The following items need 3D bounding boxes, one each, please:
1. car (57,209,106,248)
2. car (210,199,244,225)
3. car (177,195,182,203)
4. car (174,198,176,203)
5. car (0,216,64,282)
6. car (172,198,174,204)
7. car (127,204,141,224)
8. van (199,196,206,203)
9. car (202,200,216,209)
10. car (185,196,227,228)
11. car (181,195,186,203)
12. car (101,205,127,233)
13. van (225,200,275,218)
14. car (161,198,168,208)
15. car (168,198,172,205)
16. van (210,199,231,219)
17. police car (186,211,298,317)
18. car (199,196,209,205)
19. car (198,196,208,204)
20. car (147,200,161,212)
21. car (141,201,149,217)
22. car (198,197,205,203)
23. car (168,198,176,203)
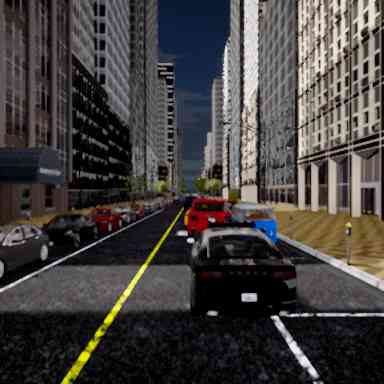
[{"bbox_3d":[-5.679,1.694,15.409,1.947,1.339,4.313,-1,0,0],"label":"car"},{"bbox_3d":[2.710,1.526,26.769,2.192,1.841,5.009,-1,0,0],"label":"car"},{"bbox_3d":[-2.902,1.966,93.801,2.150,2.045,5.566,0,-1,0],"label":"car"},{"bbox_3d":[-5.609,2.190,83.441,1.752,1.417,4.829,-1,0,0],"label":"car"},{"bbox_3d":[-5.685,1.633,9.726,2.008,1.369,4.403,-1,0,0],"label":"car"},{"bbox_3d":[-5.622,2.017,72.244,1.967,1.590,4.097,-1,0,0],"label":"car"},{"bbox_3d":[-5.668,1.769,26.776,2.008,1.369,4.403,-1,0,0],"label":"car"},{"bbox_3d":[2.776,2.045,89.287,1.690,1.788,3.998,-1,0,0],"label":"van"},{"bbox_3d":[2.743,1.987,55.184,2.008,1.369,4.403,-1,0,0],"label":"car"},{"bbox_3d":[0.845,1.364,17.766,2.150,2.045,5.566,0,0,-1],"label":"car"},{"bbox_3d":[0.053,1.572,43.836,2.150,2.045,5.566,0,0,0],"label":"car"},{"bbox_3d":[-5.673,1.717,21.093,1.887,1.381,4.507,-1,0,0],"label":"car"},{"bbox_3d":[2.699,1.462,15.402,1.690,1.788,3.998,-1,0,0],"label":"van"},{"bbox_3d":[-5.638,1.993,55.193,2.008,1.369,4.403,-1,0,0],"label":"car"},{"bbox_3d":[-5.626,2.114,66.560,1.802,1.307,4.206,-1,0,0],"label":"car"},{"bbox_3d":[2.717,1.598,32.452,1.690,1.788,3.998,-1,0,0],"label":"van"},{"bbox_3d":[0.910,1.488,7.859,1.930,1.638,5.238,0,0,0],"label":"police car"},{"bbox_3d":[2.763,1.930,77.921,2.192,1.841,5.009,-1,0,0],"label":"car"},{"bbox_3d":[2.769,1.974,83.605,2.192,1.841,5.009,-1,0,0],"label":"car"},{"bbox_3d":[-5.650,1.904,43.826,2.008,1.369,4.403,-1,0,0],"label":"car"},{"bbox_3d":[-5.661,1.845,32.459,1.802,1.307,4.206,-1,0,0],"label":"car"},{"bbox_3d":[2.783,2.188,94.970,1.967,1.590,4.097,-1,0,0],"label":"car"},{"bbox_3d":[-5.597,2.320,94.978,1.947,1.339,4.313,-1,0,0],"label":"car"}]
